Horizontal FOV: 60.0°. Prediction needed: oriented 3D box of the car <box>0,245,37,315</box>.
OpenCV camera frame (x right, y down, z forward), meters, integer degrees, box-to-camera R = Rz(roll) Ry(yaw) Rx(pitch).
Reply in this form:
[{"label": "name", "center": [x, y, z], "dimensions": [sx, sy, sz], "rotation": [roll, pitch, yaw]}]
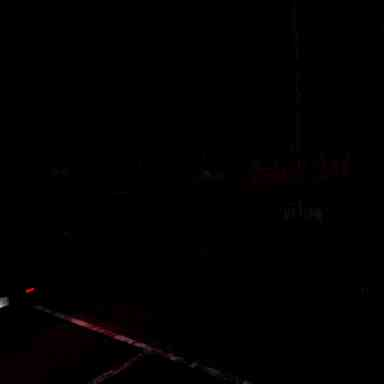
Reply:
[{"label": "car", "center": [-4.803, 1.516, 6.372], "dimensions": [4.674, 1.442, 1.812], "rotation": [0, 0, 35]}]
